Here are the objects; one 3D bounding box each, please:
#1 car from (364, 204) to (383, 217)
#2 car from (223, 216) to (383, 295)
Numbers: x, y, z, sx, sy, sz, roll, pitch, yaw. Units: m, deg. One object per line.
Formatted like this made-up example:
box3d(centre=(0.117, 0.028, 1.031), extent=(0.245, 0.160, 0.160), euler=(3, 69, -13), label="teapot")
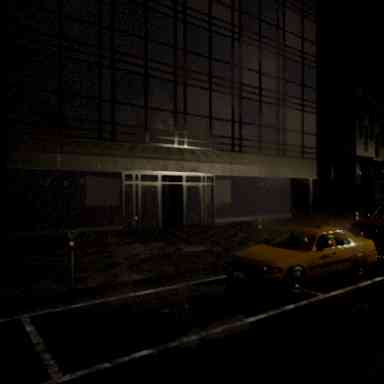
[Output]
box3d(centre=(7.707, 1.289, 12.025), extent=(5.009, 1.841, 2.192), euler=(0, 0, -35), label="car")
box3d(centre=(2.978, 1.508, 8.654), extent=(4.829, 1.417, 1.752), euler=(0, 0, -35), label="car")
